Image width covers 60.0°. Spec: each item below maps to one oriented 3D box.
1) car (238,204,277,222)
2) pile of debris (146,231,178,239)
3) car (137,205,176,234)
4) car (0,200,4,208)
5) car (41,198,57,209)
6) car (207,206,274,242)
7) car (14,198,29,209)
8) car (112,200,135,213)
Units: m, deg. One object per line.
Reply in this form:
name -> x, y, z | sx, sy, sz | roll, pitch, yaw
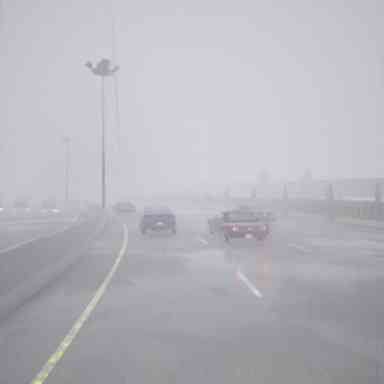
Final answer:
car -> 4.108, 1.536, 23.910 | 2.033, 1.411, 5.357 | 0, 0, -14
pile of debris -> -1.592, 2.194, 17.163 | 1.500, 0.140, 1.860 | 0, 0, -10
car -> -2.142, 1.501, 19.647 | 1.882, 1.535, 5.008 | 0, 0, -11
car -> -30.792, 1.850, 52.405 | 1.895, 1.301, 4.718 | 0, 0, -27
car -> -20.542, 1.643, 47.773 | 1.882, 1.535, 5.008 | 0, 0, -27
car -> 2.062, 1.600, 16.368 | 1.895, 1.301, 4.718 | 0, 0, -9
car -> -25.909, 1.687, 50.549 | 1.882, 1.535, 5.008 | 0, 0, -27
car -> -7.687, 1.628, 37.406 | 1.994, 1.385, 4.181 | 0, 0, -22
